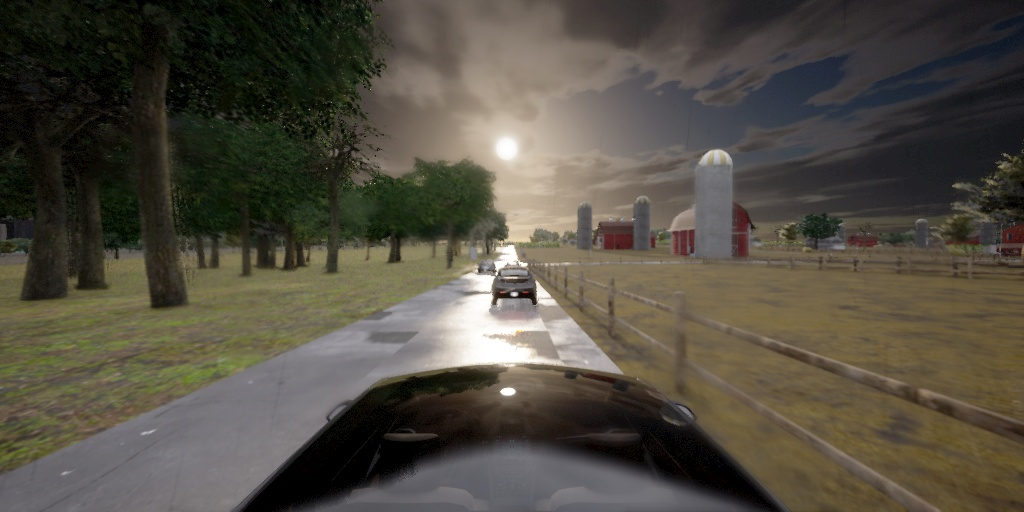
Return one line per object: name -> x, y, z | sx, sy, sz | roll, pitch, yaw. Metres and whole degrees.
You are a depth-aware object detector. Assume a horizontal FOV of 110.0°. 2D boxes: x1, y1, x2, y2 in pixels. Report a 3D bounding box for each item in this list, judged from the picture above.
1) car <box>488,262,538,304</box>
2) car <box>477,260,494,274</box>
car -> 0.095, 1.211, 16.123 | 1.837, 1.490, 4.892 | 0, 0, 0
car -> -2.755, 1.149, 40.021 | 2.128, 1.511, 4.902 | 0, 0, 0
